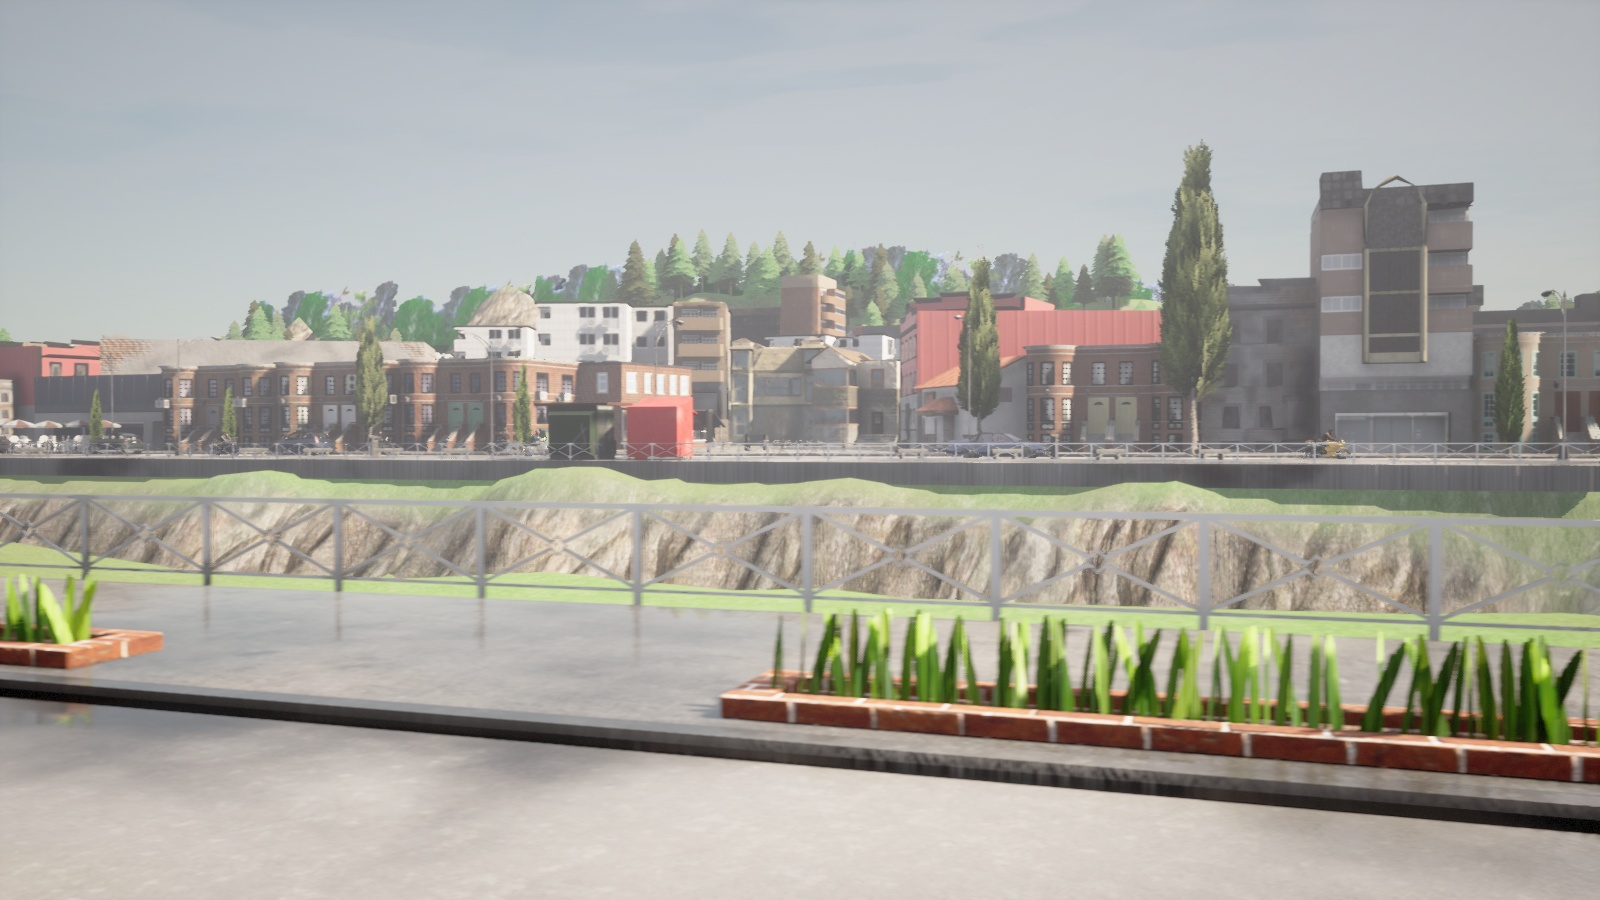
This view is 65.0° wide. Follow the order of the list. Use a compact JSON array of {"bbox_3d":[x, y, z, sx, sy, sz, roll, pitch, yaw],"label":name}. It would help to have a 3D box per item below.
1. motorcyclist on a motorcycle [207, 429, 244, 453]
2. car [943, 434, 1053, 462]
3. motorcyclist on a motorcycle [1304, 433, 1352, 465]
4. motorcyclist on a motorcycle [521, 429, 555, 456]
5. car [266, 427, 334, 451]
[{"bbox_3d":[-37.180,-0.581,81.320,2.191,1.530,0.866,1,1,19],"label":"motorcyclist on a motorcycle"},{"bbox_3d":[10.320,-0.134,65.354,5.357,1.411,2.033,1,1,19],"label":"car"},{"bbox_3d":[25.344,-0.062,60.303,2.044,1.523,0.797,1,1,19],"label":"motorcyclist on a motorcycle"},{"bbox_3d":[-15.441,-0.463,74.011,1.817,1.590,0.866,1,1,19],"label":"motorcyclist on a motorcycle"},{"bbox_3d":[-33.576,-0.752,84.325,3.988,1.617,1.851,1,1,19],"label":"car"}]
